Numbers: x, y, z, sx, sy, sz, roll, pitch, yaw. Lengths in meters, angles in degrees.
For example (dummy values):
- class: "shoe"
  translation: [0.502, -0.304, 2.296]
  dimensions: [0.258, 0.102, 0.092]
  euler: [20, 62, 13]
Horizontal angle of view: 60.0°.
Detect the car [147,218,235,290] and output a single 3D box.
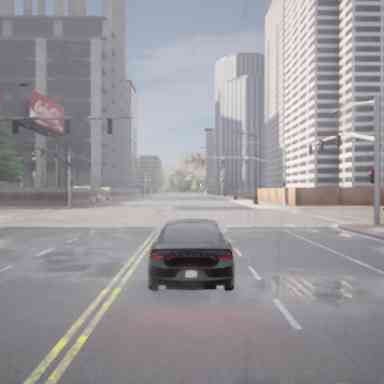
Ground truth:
- class: "car"
  translation: [-0.009, 1.424, 8.925]
  dimensions: [1.882, 1.535, 5.008]
  euler: [0, 0, 0]
